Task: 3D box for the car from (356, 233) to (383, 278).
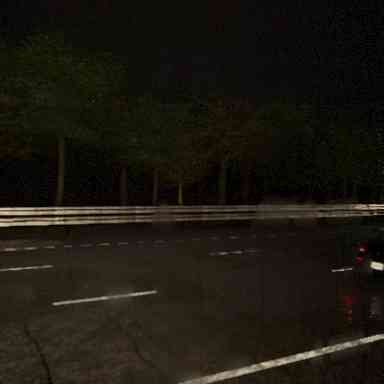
[{"bbox_3d":[6.372,1.563,8.624,4.674,1.442,1.812,1,0,-24],"label":"car"}]
